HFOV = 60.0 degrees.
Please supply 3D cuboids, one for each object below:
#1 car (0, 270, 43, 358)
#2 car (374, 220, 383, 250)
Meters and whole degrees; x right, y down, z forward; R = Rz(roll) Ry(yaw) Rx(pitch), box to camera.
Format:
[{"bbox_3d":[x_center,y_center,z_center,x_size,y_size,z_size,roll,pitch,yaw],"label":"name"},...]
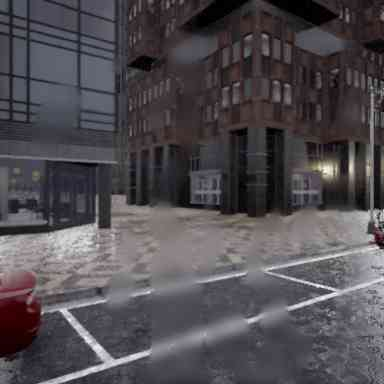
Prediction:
[{"bbox_3d":[-4.135,1.540,3.703,4.507,1.381,1.887,0,0,-35],"label":"car"},{"bbox_3d":[9.362,1.342,13.326,5.009,1.841,2.192,0,0,-35],"label":"car"}]
